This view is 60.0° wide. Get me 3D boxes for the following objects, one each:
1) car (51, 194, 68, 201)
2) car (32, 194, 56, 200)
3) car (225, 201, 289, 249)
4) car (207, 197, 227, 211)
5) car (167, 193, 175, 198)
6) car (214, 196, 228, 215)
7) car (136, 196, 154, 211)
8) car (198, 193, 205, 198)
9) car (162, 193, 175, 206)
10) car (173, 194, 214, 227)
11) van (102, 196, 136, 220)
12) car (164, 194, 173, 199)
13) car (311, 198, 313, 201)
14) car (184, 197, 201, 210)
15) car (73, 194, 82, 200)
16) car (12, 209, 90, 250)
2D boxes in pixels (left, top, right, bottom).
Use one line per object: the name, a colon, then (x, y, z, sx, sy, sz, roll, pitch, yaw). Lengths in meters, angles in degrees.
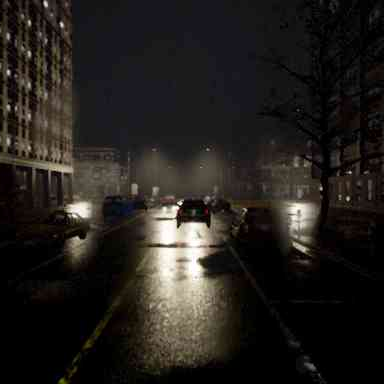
car: (-25.409, 1.038, 60.702, 4.403, 1.369, 2.008, 0, 0, 1)
car: (-30.814, 1.036, 69.167, 4.206, 1.307, 1.802, 0, 0, 1)
car: (2.695, 1.351, 14.140, 1.967, 1.590, 4.097, 0, 0, 0)
car: (2.696, 1.310, 36.908, 1.887, 1.381, 4.507, 0, 0, 0)
car: (-5.682, 0.967, 91.738, 2.008, 1.369, 4.403, 0, 0, 0)
car: (2.696, 1.352, 31.216, 2.008, 1.369, 4.403, 0, 0, 0)
car: (-5.684, 1.205, 36.925, 1.967, 1.590, 4.097, 0, 0, 0)
car: (2.699, 0.998, 91.724, 1.802, 1.307, 4.206, 0, 0, 0)
car: (-3.001, 1.273, 46.043, 1.994, 1.385, 4.181, 0, 0, 0)
car: (0.098, 1.214, 21.731, 2.097, 1.767, 4.553, 0, 0, 0)
van: (-5.684, 1.179, 25.540, 1.690, 1.788, 3.998, 0, 0, 0)
car: (-5.682, 1.068, 80.695, 1.802, 1.307, 4.206, 0, 0, 0)
car: (23.649, 1.297, 59.911, 4.206, 1.307, 1.802, 0, 0, 1)
car: (0.101, 1.349, 39.611, 1.895, 1.301, 4.718, 0, 0, 0)
car: (-25.447, 1.003, 69.084, 4.829, 1.417, 1.752, 0, 0, 1)
car: (-5.686, 1.437, 13.987, 1.752, 1.417, 4.829, 0, 0, 0)
